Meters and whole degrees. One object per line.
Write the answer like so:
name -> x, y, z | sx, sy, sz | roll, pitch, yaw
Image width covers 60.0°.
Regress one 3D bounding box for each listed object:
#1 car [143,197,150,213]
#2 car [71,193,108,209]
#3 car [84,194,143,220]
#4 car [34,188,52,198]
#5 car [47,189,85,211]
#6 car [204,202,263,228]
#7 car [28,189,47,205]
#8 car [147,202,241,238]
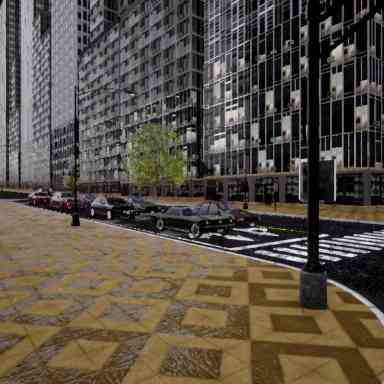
car -> -4.636, 1.104, 27.625 | 2.033, 1.411, 5.357 | 0, 1, -37
car -> -11.140, 0.911, 35.924 | 2.033, 1.411, 5.357 | 0, 1, -38
car -> -5.678, 1.110, 23.683 | 1.837, 1.490, 4.892 | 0, 1, -38
car -> -28.493, 0.111, 63.707 | 2.097, 1.767, 4.553 | 0, 1, -38
car -> -11.794, 0.776, 31.484 | 2.097, 1.767, 4.553 | 0, 1, -38
car -> 1.636, 1.289, 19.691 | 2.033, 1.411, 5.357 | 0, 1, -36
car -> -18.103, 0.712, 39.606 | 1.882, 1.535, 5.008 | 0, 1, -37
car -> -0.088, 1.372, 16.572 | 1.895, 1.301, 4.718 | 0, 1, -38
